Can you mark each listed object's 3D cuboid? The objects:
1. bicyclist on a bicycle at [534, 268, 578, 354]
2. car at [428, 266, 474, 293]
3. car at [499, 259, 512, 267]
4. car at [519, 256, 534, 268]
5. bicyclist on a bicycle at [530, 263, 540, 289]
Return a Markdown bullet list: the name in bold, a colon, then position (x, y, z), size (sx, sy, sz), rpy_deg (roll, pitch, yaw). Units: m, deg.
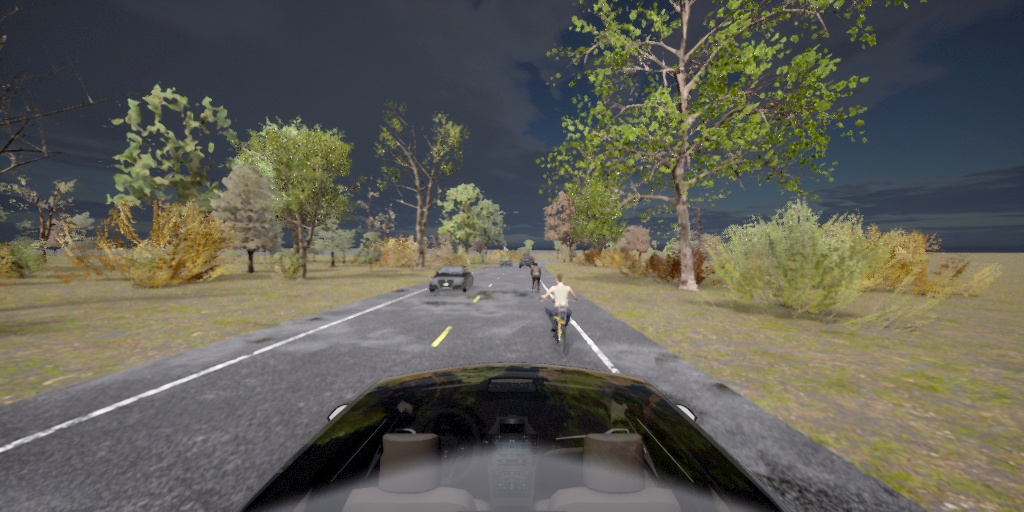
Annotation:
- **bicyclist on a bicycle**: position (1.022, 1.163, 7.720), size (0.866, 1.612, 1.509), rpy_deg (0, 0, 0)
- **car**: position (-3.331, 1.253, 20.297), size (1.994, 1.385, 4.181), rpy_deg (0, 0, 1)
- **car**: position (-1.105, 1.215, 62.665), size (1.994, 1.385, 4.181), rpy_deg (0, 0, 5)
- **car**: position (2.175, 1.157, 57.536), size (1.837, 1.490, 4.892), rpy_deg (0, 0, 4)
- **bicyclist on a bicycle**: position (1.152, 1.151, 17.123), size (0.582, 1.620, 1.656), rpy_deg (0, 0, 1)
